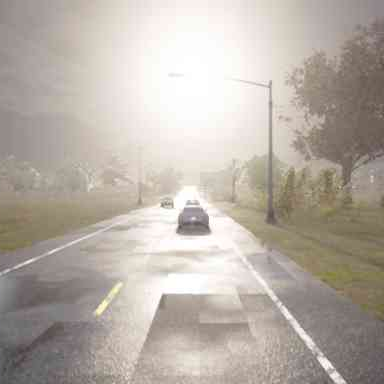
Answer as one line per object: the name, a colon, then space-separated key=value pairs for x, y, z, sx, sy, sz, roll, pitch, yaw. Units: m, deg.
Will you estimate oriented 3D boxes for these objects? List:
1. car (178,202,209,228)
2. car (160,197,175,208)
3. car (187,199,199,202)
car: x=0.097 y=1.560 z=21.923 sx=1.994 sy=1.385 sz=4.181 roll=0 pitch=0 yaw=0
car: x=-3.520 y=1.492 z=48.616 sx=1.837 sy=1.490 sz=4.892 roll=0 pitch=0 yaw=0
car: x=0.092 y=1.536 z=40.359 sx=2.033 sy=1.411 sz=5.357 roll=0 pitch=0 yaw=0
